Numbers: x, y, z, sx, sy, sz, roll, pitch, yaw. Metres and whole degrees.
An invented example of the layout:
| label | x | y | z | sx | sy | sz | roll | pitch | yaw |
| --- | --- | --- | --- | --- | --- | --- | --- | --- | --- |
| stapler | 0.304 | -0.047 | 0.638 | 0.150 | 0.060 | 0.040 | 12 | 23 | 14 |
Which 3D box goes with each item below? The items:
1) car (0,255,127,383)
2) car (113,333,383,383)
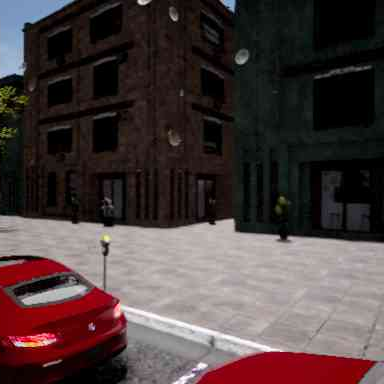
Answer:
| label | x | y | z | sx | sy | sz | roll | pitch | yaw |
| --- | --- | --- | --- | --- | --- | --- | --- | --- | --- |
| car | -2.757 | 1.601 | 4.839 | 4.206 | 1.307 | 1.802 | 0 | 0 | 36 |
| car | 1.759 | 1.580 | 1.616 | 4.206 | 1.307 | 1.802 | 0 | 0 | 36 |
